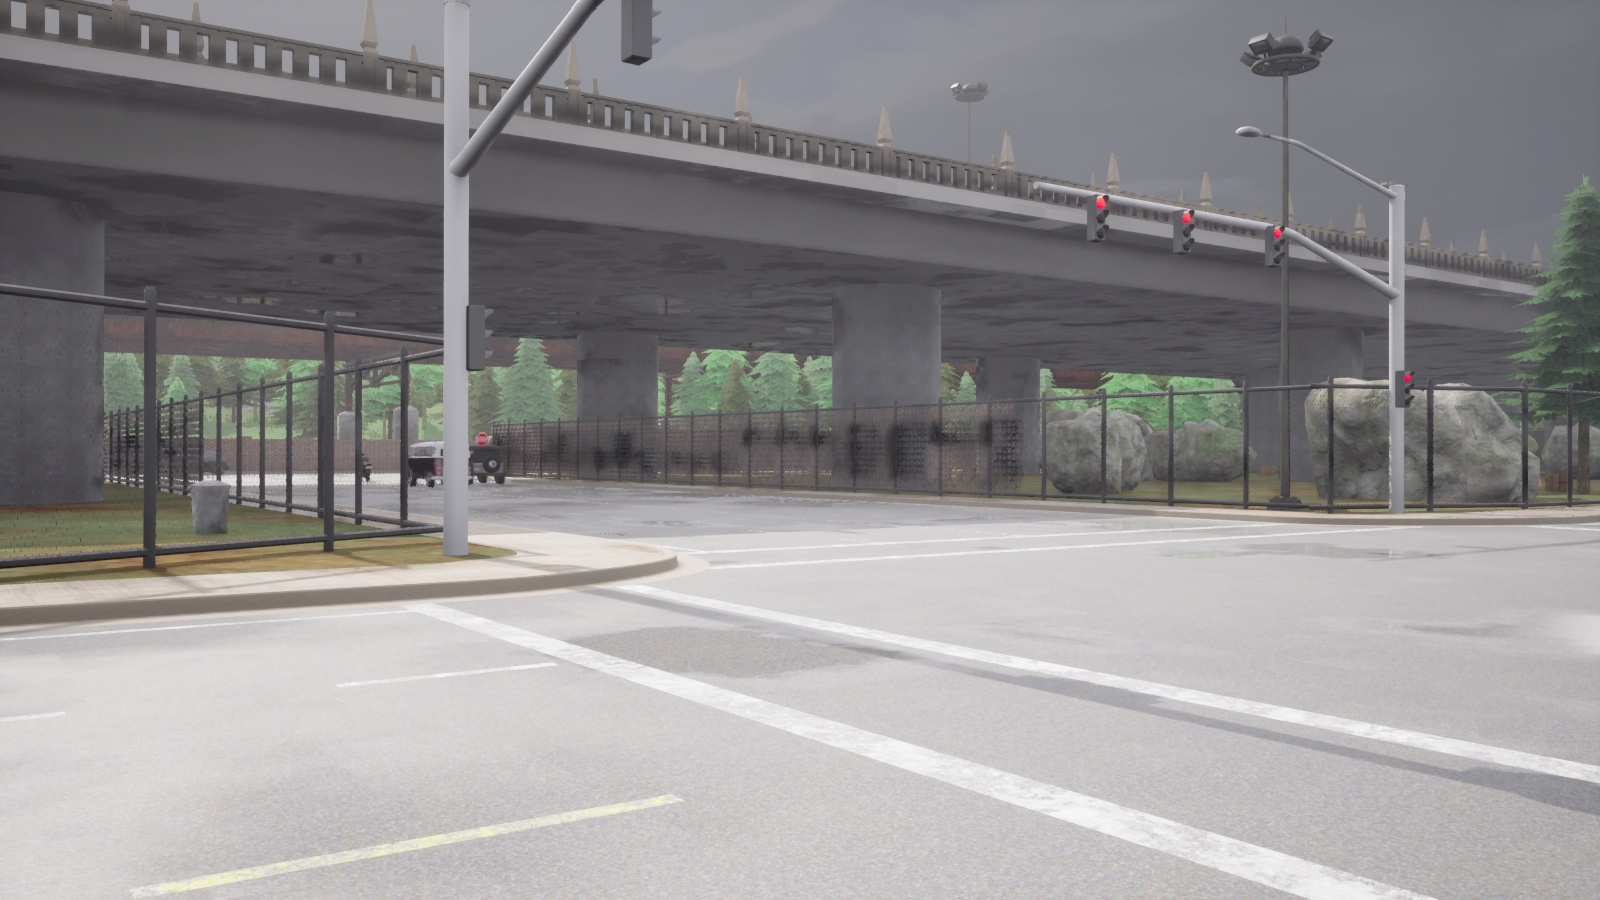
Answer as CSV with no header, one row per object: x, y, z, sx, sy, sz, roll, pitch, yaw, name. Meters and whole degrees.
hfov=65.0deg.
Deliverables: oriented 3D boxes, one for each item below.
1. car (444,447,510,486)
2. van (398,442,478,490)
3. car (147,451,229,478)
-15.883,0.781,61.591,1.905,1.878,3.866,0,0,-35,car
-16.151,0.695,55.868,2.069,2.038,4.480,0,0,-35,van
-40.303,0.947,82.720,4.553,1.767,2.097,0,0,-34,car
